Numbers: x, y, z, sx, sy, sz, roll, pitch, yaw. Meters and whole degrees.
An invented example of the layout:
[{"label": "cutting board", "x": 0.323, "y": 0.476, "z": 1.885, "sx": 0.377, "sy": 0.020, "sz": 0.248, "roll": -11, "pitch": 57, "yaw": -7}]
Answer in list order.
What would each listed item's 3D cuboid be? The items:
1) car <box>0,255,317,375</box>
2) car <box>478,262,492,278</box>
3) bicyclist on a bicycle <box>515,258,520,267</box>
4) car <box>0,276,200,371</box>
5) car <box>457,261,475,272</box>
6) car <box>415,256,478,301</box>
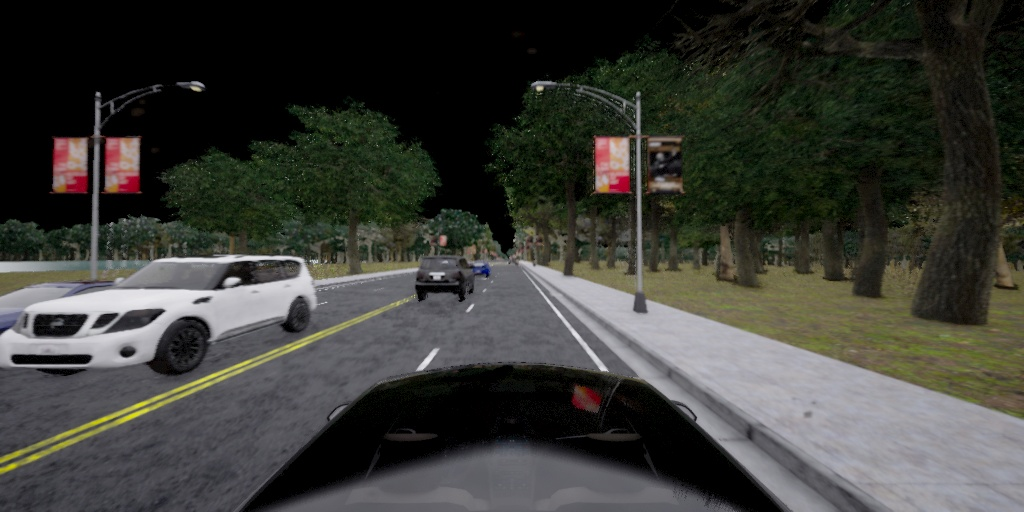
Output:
[{"label": "car", "x": -6.595, "y": 0.984, "z": 7.862, "sx": 2.150, "sy": 2.045, "sz": 5.566, "roll": 0, "pitch": 0, "yaw": 0}, {"label": "car", "x": -3.129, "y": 1.301, "z": 35.894, "sx": 1.882, "sy": 1.535, "sz": 5.008, "roll": 0, "pitch": 0, "yaw": 0}, {"label": "bicyclist on a bicycle", "x": 0.928, "y": 1.336, "z": 62.584, "sx": 0.866, "sy": 1.612, "sz": 1.509, "roll": 0, "pitch": 0, "yaw": 1}, {"label": "car", "x": -9.844, "y": 1.289, "z": 7.918, "sx": 1.812, "sy": 1.442, "sz": 4.674, "roll": 0, "pitch": 0, "yaw": 0}, {"label": "car", "x": -6.535, "y": 1.431, "z": 50.989, "sx": 1.994, "sy": 1.385, "sz": 4.181, "roll": 0, "pitch": 0, "yaw": 0}, {"label": "car", "x": -3.141, "y": 1.003, "z": 17.714, "sx": 2.150, "sy": 2.045, "sz": 5.566, "roll": 0, "pitch": 0, "yaw": 0}]
